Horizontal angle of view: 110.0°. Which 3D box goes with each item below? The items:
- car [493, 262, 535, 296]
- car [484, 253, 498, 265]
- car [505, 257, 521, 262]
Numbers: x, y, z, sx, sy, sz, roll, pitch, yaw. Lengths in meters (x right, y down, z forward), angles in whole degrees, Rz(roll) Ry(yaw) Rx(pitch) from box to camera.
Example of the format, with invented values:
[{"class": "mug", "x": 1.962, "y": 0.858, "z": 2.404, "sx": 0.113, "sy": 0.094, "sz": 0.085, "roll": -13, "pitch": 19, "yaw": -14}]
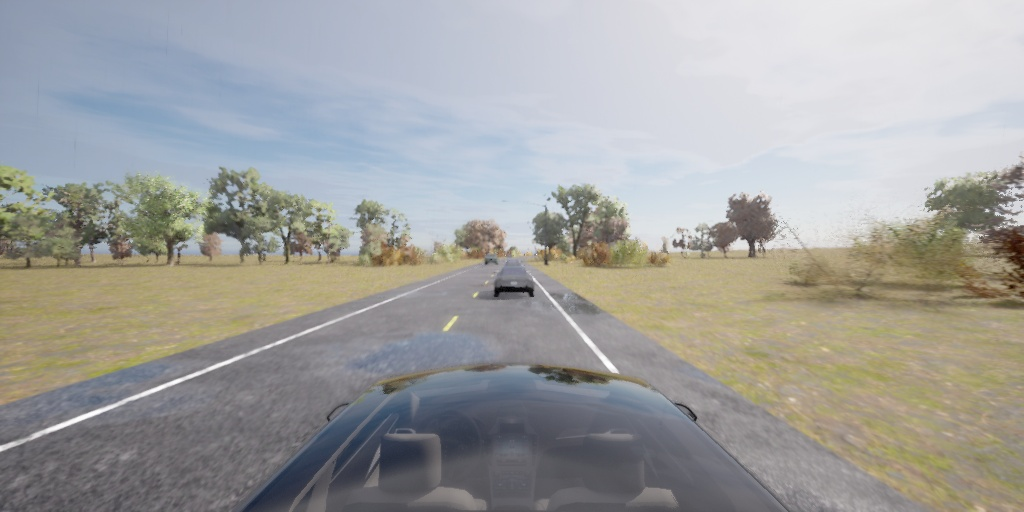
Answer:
[{"class": "car", "x": 0.094, "y": 1.194, "z": 18.368, "sx": 1.994, "sy": 1.385, "sz": 4.181, "roll": 0, "pitch": 0, "yaw": 0}, {"class": "car", "x": -3.542, "y": 0.536, "z": 62.155, "sx": 2.150, "sy": 2.045, "sz": 5.566, "roll": 0, "pitch": 1, "yaw": 1}, {"class": "car", "x": 0.086, "y": 1.049, "z": 38.438, "sx": 1.994, "sy": 1.385, "sz": 4.181, "roll": 0, "pitch": 0, "yaw": 0}]
